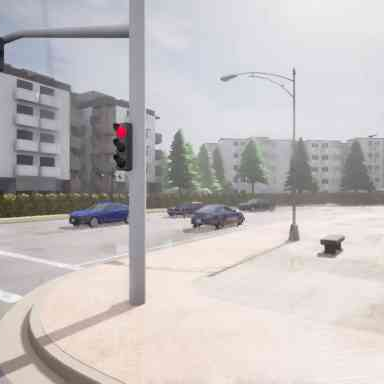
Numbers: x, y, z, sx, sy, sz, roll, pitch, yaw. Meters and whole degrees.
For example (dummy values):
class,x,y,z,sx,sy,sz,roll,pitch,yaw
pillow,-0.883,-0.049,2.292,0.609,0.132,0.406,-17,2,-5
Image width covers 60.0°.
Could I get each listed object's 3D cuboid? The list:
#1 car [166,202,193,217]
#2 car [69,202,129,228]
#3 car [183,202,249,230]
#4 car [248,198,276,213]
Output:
class,x,y,z,sx,sy,sz,roll,pitch,yaw
car,-0.190,1.601,30.599,1.895,1.301,4.718,0,0,39
car,-5.950,1.478,22.606,1.882,1.535,5.008,0,0,34
car,1.677,1.526,21.276,1.812,1.442,4.674,0,0,34
car,7.407,1.478,37.850,5.008,1.535,1.882,0,0,-36
